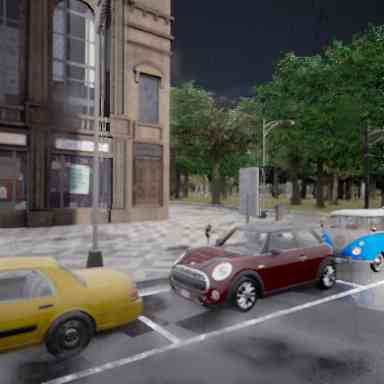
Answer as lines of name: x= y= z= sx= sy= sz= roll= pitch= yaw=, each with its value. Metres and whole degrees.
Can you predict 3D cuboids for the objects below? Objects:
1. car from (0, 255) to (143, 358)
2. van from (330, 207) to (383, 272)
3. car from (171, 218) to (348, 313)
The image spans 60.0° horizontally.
car: x=-3.066 y=1.525 z=4.463 sx=4.829 sy=1.417 sz=1.752 roll=1 pitch=-1 yaw=-36
van: x=5.925 y=1.457 z=10.880 sx=3.998 sy=1.788 sz=1.690 roll=1 pitch=-1 yaw=-36
car: x=1.498 y=1.499 z=7.721 sx=4.097 sy=1.590 sz=1.967 roll=1 pitch=-1 yaw=-36
